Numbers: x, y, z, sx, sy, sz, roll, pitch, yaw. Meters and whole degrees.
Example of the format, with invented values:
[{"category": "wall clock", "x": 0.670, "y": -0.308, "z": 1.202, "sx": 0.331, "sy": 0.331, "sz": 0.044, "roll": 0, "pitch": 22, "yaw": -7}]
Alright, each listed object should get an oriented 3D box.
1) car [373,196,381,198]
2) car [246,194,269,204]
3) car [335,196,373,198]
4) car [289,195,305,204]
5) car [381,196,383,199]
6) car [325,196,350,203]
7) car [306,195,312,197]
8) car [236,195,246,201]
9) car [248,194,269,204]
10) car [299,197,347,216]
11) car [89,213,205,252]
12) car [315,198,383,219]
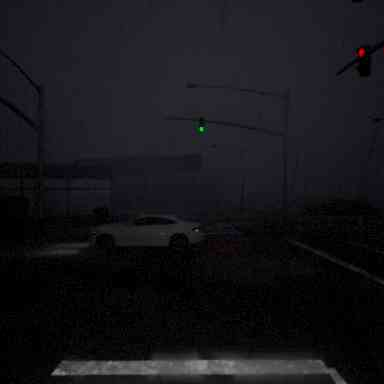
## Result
[{"category": "car", "x": 38.705, "y": 1.612, "z": 68.762, "sx": 3.806, "sy": 1.475, "sz": 1.970, "roll": 0, "pitch": 0, "yaw": 0}, {"category": "car", "x": 13.161, "y": 1.720, "z": 65.483, "sx": 3.806, "sy": 1.475, "sz": 1.970, "roll": 0, "pitch": 0, "yaw": 0}, {"category": "car", "x": 20.853, "y": 1.557, "z": 43.061, "sx": 3.633, "sy": 1.501, "sz": 1.845, "roll": 0, "pitch": 0, "yaw": 0}, {"category": "car", "x": 21.640, "y": 1.458, "z": 65.510, "sx": 4.605, "sy": 1.855, "sz": 1.932, "roll": 0, "pitch": 0, "yaw": 0}, {"category": "car", "x": 39.019, "y": 1.498, "z": 62.345, "sx": 5.027, "sy": 1.636, "sz": 2.152, "roll": 0, "pitch": 0, "yaw": 0}, {"category": "car", "x": 31.661, "y": 1.697, "z": 72.435, "sx": 4.514, "sy": 1.523, "sz": 2.007, "roll": 0, "pitch": 0, "yaw": 0}, {"category": "car", "x": 20.910, "y": 1.590, "z": 53.053, "sx": 4.514, "sy": 1.523, "sz": 2.007, "roll": 0, "pitch": 0, "yaw": 0}, {"category": "car", "x": 14.535, "y": 1.664, "z": 91.430, "sx": 4.553, "sy": 1.767, "sz": 2.097, "roll": 0, "pitch": 0, "yaw": 0}, {"category": "car", "x": 13.777, "y": 1.454, "z": 68.808, "sx": 3.866, "sy": 1.878, "sz": 1.905, "roll": 0, "pitch": 0, "yaw": 0}, {"category": "car", "x": 13.162, "y": 1.503, "z": 31.226, "sx": 5.027, "sy": 1.636, "sz": 2.152, "roll": 0, "pitch": 0, "yaw": 0}, {"category": "car", "x": -1.813, "y": 1.601, "z": 13.758, "sx": 4.674, "sy": 1.442, "sz": 1.812, "roll": 0, "pitch": 0, "yaw": -1}, {"category": "car", "x": 13.210, "y": 1.495, "z": 28.089, "sx": 4.514, "sy": 1.523, "sz": 2.007, "roll": 0, "pitch": 0, "yaw": 0}]
